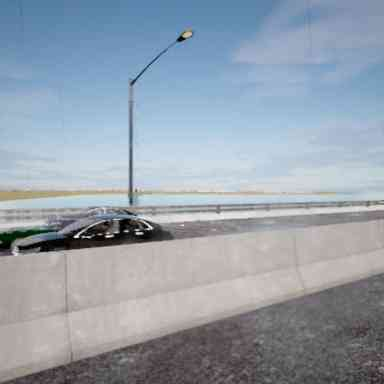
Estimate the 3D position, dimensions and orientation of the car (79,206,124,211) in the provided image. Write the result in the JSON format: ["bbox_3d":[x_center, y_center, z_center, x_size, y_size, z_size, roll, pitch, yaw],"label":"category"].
[{"bbox_3d":[-5.121,1.501,17.516,4.902,1.511,2.128,0,0,-35],"label":"car"}]

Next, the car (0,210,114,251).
[{"bbox_3d":[-5.181,1.606,13.184,4.718,1.301,1.895,0,0,-35],"label":"car"}]

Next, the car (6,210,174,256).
[{"bbox_3d":[-2.891,1.511,10.515,4.892,1.490,1.837,0,0,-35],"label":"car"}]
